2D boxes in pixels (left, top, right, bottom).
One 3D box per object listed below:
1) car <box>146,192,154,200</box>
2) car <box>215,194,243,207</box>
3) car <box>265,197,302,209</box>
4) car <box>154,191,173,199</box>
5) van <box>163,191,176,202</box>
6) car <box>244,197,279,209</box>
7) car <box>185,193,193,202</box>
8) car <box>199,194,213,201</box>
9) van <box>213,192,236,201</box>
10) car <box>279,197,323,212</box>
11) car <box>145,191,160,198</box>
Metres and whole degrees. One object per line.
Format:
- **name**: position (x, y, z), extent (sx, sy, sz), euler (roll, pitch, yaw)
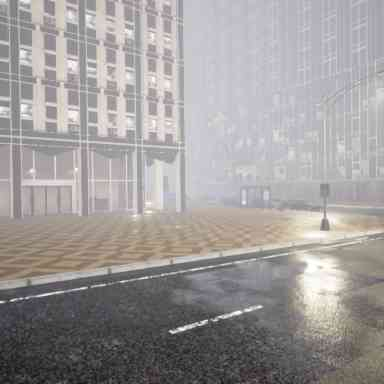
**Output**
- **car**: position (-10.387, 1.038, 69.036), extent (2.008, 1.369, 4.403), euler (0, 1, -34)
- **car**: position (5.662, 1.318, 45.587), extent (1.947, 1.339, 4.313), euler (-1, 1, -34)
- **car**: position (11.479, 1.332, 41.776), extent (1.994, 1.385, 4.181), euler (-1, 1, -34)
- **car**: position (-6.699, 0.613, 78.462), extent (2.192, 1.841, 5.009), euler (0, 1, -34)
- **van**: position (-3.949, 0.936, 59.666), extent (1.690, 1.788, 3.998), euler (0, 1, -34)
- **car**: position (8.833, 1.386, 40.870), extent (1.802, 1.307, 4.206), euler (-1, 1, -34)
- **car**: position (-1.805, 0.902, 61.230), extent (2.097, 1.767, 4.553), euler (-1, 1, -34)
- **car**: position (2.958, 1.041, 64.413), extent (1.802, 1.307, 4.206), euler (-1, 1, -34)
- **van**: position (6.176, 0.853, 59.725), extent (1.690, 1.788, 3.998), euler (-1, 1, -34)
- **car**: position (12.038, 1.422, 36.174), extent (1.947, 1.339, 4.313), euler (-1, 1, -34)
- **car**: position (-9.918, 0.684, 83.148), extent (1.967, 1.590, 4.097), euler (0, 1, -34)
